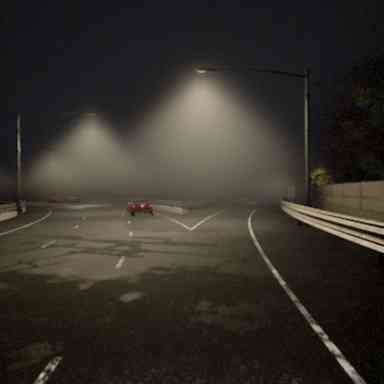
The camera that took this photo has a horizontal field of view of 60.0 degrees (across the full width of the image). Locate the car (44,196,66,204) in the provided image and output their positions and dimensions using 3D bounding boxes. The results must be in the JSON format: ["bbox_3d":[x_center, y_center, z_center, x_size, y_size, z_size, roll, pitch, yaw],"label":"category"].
[{"bbox_3d":[-28.778,1.716,69.628,1.812,1.442,4.674,0,0,-41],"label":"car"}]

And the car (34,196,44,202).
[{"bbox_3d":[-35.444,1.595,77.024,4.674,1.442,1.812,0,0,43],"label":"car"}]

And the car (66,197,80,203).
[{"bbox_3d":[-25.908,1.706,71.639,2.033,1.411,5.357,0,0,-41],"label":"car"}]

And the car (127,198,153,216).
[{"bbox_3d":[-5.274,1.388,33.294,2.097,1.767,4.553,0,0,-17],"label":"car"}]

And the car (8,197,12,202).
[{"bbox_3d":[-41.315,1.778,77.819,4.892,1.490,1.837,0,0,40],"label":"car"}]

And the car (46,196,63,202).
[{"bbox_3d":[-32.959,1.649,79.488,4.718,1.301,1.895,0,0,43],"label":"car"}]

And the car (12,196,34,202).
[{"bbox_3d":[-37.951,1.612,74.582,4.674,1.442,1.812,0,0,43],"label":"car"}]
